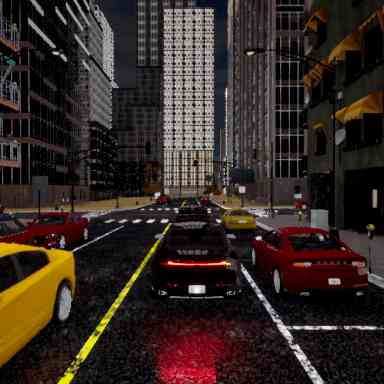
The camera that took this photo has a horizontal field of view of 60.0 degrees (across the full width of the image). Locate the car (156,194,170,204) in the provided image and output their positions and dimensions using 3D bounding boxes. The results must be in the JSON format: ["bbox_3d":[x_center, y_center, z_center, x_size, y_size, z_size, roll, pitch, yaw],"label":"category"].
[{"bbox_3d":[-5.799,1.540,63.033,1.887,1.381,4.507,-1,0,0],"label":"car"}]

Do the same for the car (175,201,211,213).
[{"bbox_3d":[0.067,1.475,18.675,1.882,1.535,5.008,0,0,0],"label":"car"}]

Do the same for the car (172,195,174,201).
[{"bbox_3d":[-5.819,1.310,74.152,2.192,1.841,5.009,-1,0,0],"label":"car"}]

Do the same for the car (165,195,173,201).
[{"bbox_3d":[-5.835,1.521,85.101,1.752,1.417,4.829,-1,0,0],"label":"car"}]

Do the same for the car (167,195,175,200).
[{"bbox_3d":[-5.843,1.541,90.830,1.887,1.381,4.507,-1,0,0],"label":"car"}]

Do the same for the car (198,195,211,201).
[{"bbox_3d":[2.580,1.435,63.045,1.967,1.590,4.097,-1,0,0],"label":"car"}]

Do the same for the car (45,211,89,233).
[{"bbox_3d":[-5.720,1.542,13.996,1.887,1.381,4.507,-1,0,0],"label":"car"}]

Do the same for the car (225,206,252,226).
[{"bbox_3d":[2.651,1.522,19.689,1.752,1.417,4.829,-1,0,0],"label":"car"}]

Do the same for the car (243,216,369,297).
[{"bbox_3d":[2.670,1.543,8.472,1.887,1.381,4.507,-1,0,0],"label":"car"}]

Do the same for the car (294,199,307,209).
[{"bbox_3d":[14.190,1.254,38.662,4.507,1.381,1.887,-1,1,-1],"label":"car"}]

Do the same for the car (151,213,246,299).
[{"bbox_3d":[0.086,1.503,8.403,1.837,1.490,4.892,0,0,0],"label":"car"}]

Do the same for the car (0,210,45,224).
[{"bbox_3d":[-5.712,1.438,8.472,1.967,1.590,4.097,-1,0,0],"label":"car"}]

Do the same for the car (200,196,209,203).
[{"bbox_3d":[2.572,1.521,68.774,1.752,1.417,4.829,-1,0,0],"label":"car"}]

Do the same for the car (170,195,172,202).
[{"bbox_3d":[-5.810,1.310,68.593,2.192,1.841,5.009,-1,0,0],"label":"car"}]

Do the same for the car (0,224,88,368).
[{"bbox_3d":[-3.101,1.477,4.238,1.882,1.535,5.008,0,0,0],"label":"car"}]

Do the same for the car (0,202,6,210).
[{"bbox_3d":[-23.908,1.744,38.277,4.097,1.590,1.967,-1,1,-1],"label":"car"}]
